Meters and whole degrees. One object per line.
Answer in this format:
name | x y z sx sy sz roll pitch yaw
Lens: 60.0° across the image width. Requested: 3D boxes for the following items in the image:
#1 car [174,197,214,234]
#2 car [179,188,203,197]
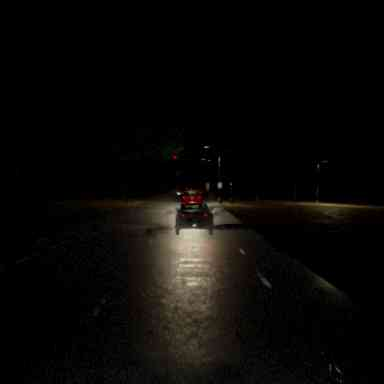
car | 0.103 1.265 17.414 2.128 1.511 4.902 0 1 0
car | 0.006 0.692 36.348 2.150 2.045 5.566 0 1 0
